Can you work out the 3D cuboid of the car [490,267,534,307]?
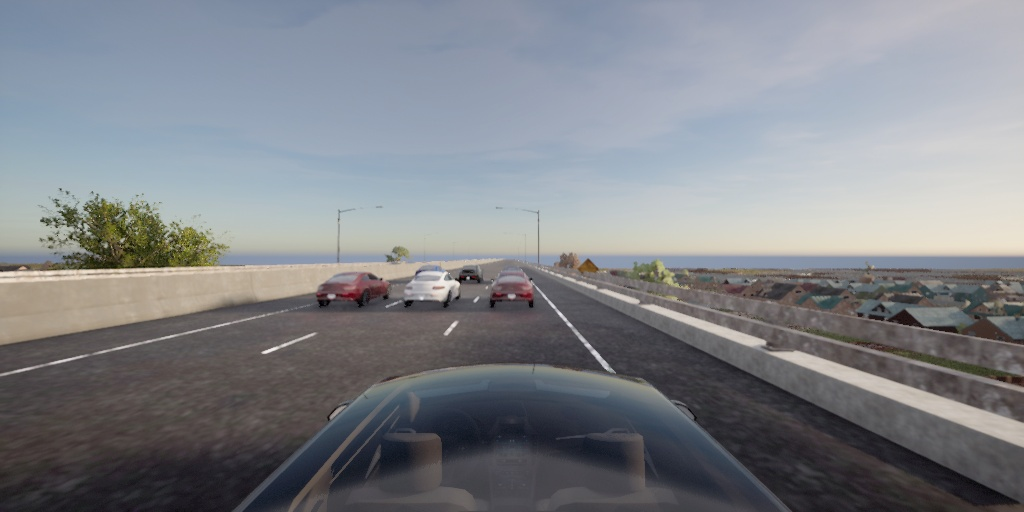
[{"bbox_3d":[0.000,1.411,16.229,1.812,1.442,4.674,0,0,0],"label":"car"}]

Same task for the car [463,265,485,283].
[{"bbox_3d":[-3.508,1.530,31.156,1.837,1.490,4.892,0,0,0],"label":"car"}]

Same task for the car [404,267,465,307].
[{"bbox_3d":[-3.500,1.411,16.225,1.812,1.442,4.674,0,0,0],"label":"car"}]

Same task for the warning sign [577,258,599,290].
[{"bbox_3d":[4.541,1.049,21.463,1.300,1.860,1.060,0,0,0],"label":"warning sign"}]

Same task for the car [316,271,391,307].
[{"bbox_3d":[-7.000,1.411,16.224,1.812,1.442,4.674,0,0,0],"label":"car"}]

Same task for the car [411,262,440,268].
[{"bbox_3d":[-7.006,1.500,31.315,1.882,1.535,5.008,0,0,0],"label":"car"}]
